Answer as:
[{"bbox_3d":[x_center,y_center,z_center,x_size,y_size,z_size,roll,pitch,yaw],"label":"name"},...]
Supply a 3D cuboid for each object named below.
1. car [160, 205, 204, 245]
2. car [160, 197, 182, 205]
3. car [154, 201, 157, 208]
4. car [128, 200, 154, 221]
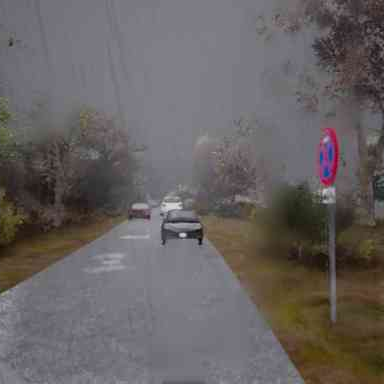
[{"bbox_3d":[-0.528,1.581,16.146,2.128,1.511,4.902,0,-1,-4],"label":"car"},{"bbox_3d":[-2.190,1.537,35.266,2.150,2.045,5.566,0,-1,-6],"label":"car"},{"bbox_3d":[-8.691,2.549,71.179,2.097,1.767,4.553,0,-2,-6],"label":"car"},{"bbox_3d":[-4.608,1.710,29.839,1.882,1.535,5.008,0,-1,-6],"label":"car"}]
